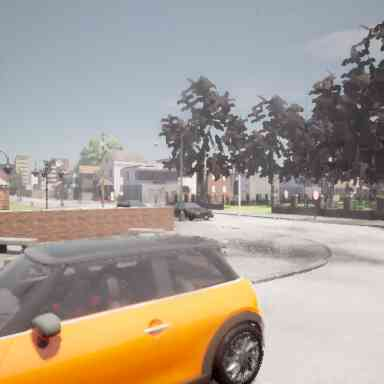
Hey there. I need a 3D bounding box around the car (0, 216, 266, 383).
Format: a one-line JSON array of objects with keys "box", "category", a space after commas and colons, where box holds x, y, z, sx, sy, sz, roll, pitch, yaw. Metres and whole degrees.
[{"box": [-1.346, 1.352, 3.646, 4.553, 1.767, 2.097, 0, 0, -36], "category": "car"}]

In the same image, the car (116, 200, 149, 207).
[{"box": [-6.526, 1.547, 36.166, 2.033, 1.411, 5.357, 0, 0, -35], "category": "car"}]

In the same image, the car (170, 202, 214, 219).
[{"box": [-0.451, 1.547, 27.588, 2.033, 1.411, 5.357, 0, 0, -35], "category": "car"}]
